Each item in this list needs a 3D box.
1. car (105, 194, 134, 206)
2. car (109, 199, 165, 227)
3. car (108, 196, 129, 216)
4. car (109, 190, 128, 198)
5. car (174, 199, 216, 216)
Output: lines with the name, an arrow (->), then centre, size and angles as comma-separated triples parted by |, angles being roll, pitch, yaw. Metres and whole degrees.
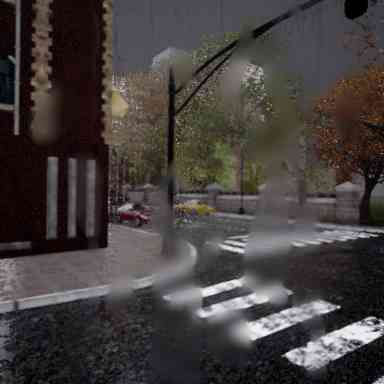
car -> -9.519, 1.040, 43.350 | 2.008, 1.369, 4.403 | 2, 0, -36
car -> -3.271, 1.350, 20.513 | 1.802, 1.307, 4.206 | 2, 0, -36
car -> -6.528, 1.251, 24.990 | 1.802, 1.307, 4.206 | 2, 0, -36
car -> -7.590, 0.829, 30.844 | 2.150, 2.045, 5.566 | 1, 1, -36
car -> 0.152, 1.306, 30.054 | 1.752, 1.417, 4.829 | 2, 0, -36
